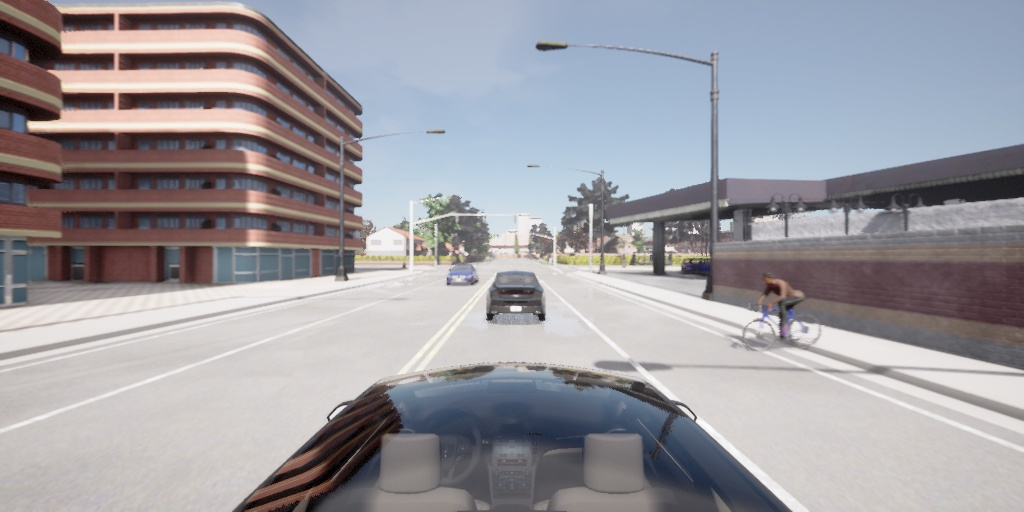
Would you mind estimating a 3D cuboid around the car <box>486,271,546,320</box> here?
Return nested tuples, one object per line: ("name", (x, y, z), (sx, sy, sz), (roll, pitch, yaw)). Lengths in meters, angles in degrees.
("car", (0.124, 1.253, 12.623), (1.837, 1.490, 4.892), (0, 0, 0))

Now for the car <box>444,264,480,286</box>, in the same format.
("car", (-3.437, 1.289, 25.460), (1.812, 1.442, 4.674), (0, 0, 0))

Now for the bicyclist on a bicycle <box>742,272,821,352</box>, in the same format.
("bicyclist on a bicycle", (5.538, 1.134, 7.434), (1.656, 1.620, 0.582), (-7, 0, 0))
